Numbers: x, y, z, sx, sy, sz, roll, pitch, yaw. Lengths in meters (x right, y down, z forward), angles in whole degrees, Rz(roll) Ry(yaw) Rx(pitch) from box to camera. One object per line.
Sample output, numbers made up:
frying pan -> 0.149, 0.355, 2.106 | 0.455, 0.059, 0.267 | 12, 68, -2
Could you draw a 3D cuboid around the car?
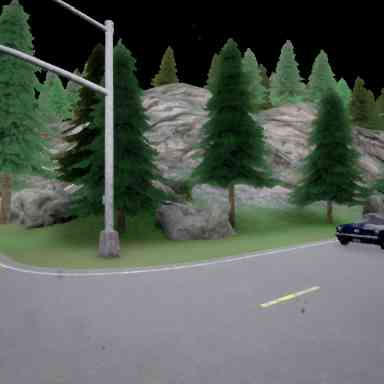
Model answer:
car -> 8.198, 1.610, 14.516 | 4.718, 1.301, 1.895 | 0, 0, -39
